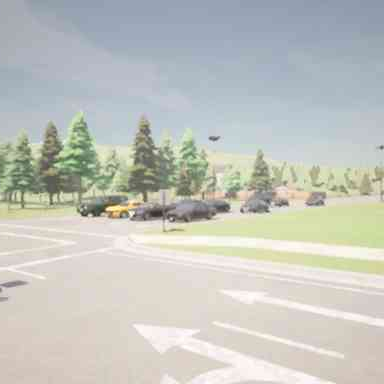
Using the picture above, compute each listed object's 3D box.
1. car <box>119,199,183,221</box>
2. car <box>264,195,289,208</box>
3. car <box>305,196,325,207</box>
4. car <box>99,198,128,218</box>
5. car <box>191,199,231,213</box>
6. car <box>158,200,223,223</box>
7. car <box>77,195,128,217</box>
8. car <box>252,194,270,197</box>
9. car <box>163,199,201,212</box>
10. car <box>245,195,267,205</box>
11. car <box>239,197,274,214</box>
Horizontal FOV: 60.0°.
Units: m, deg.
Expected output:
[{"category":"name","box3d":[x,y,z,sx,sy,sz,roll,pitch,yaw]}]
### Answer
[{"category":"car","box3d":[-3.364,1.576,28.256,2.128,1.511,4.902,0,0,36]},{"category":"car","box3d":[13.338,1.575,51.034,2.128,1.511,4.902,0,0,36]},{"category":"car","box3d":[19.958,1.418,54.074,2.097,1.767,4.553,0,0,37]},{"category":"car","box3d":[-5.757,1.578,30.911,1.882,1.535,5.008,0,0,36]},{"category":"car","box3d":[2.370,1.562,36.090,1.882,1.535,5.008,0,0,36]},{"category":"car","box3d":[0.025,1.617,26.959,2.033,1.411,5.357,0,0,36]},{"category":"car","box3d":[-8.593,1.338,32.964,2.150,2.045,5.566,0,0,36]},{"category":"car","box3d":[11.158,1.322,53.976,2.150,2.045,5.566,0,0,37]},{"category":"car","box3d":[-1.263,1.663,42.973,2.033,1.411,5.357,0,0,36]},{"category":"car","box3d":[11.629,1.465,60.469,2.097,1.767,4.553,0,0,37]},{"category":"car","box3d":[6.903,1.594,36.334,1.812,1.442,4.674,0,0,36]}]
